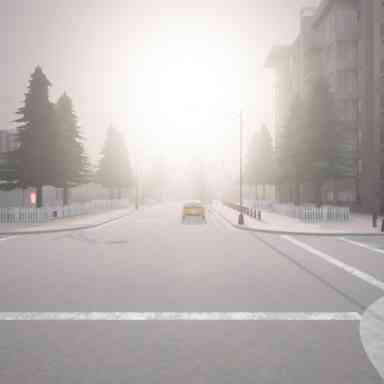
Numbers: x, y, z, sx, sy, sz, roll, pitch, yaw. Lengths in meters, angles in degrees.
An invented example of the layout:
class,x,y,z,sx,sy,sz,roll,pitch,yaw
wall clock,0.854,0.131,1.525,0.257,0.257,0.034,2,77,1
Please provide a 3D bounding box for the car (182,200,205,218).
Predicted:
class,x,y,z,sx,sy,sz,roll,pitch,yaw
car,0.121,1.477,29.741,1.882,1.535,5.008,0,0,0
